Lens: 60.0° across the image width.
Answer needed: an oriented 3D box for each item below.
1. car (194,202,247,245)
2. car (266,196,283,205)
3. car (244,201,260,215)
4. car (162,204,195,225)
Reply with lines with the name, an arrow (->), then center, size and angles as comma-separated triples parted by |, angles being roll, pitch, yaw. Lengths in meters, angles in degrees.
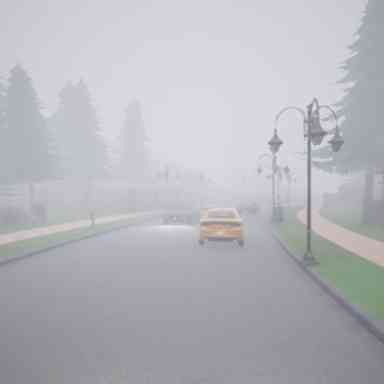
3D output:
car -> 1.470, 1.481, 15.677 | 1.882, 1.535, 5.008 | 0, 0, 8
car -> 15.311, 1.546, 61.300 | 1.837, 1.490, 4.892 | 0, 0, 35
car -> 5.840, 1.618, 34.071 | 1.895, 1.301, 4.718 | 0, 0, 18
car -> -0.715, 1.560, 23.997 | 1.994, 1.385, 4.181 | 0, 0, 13
